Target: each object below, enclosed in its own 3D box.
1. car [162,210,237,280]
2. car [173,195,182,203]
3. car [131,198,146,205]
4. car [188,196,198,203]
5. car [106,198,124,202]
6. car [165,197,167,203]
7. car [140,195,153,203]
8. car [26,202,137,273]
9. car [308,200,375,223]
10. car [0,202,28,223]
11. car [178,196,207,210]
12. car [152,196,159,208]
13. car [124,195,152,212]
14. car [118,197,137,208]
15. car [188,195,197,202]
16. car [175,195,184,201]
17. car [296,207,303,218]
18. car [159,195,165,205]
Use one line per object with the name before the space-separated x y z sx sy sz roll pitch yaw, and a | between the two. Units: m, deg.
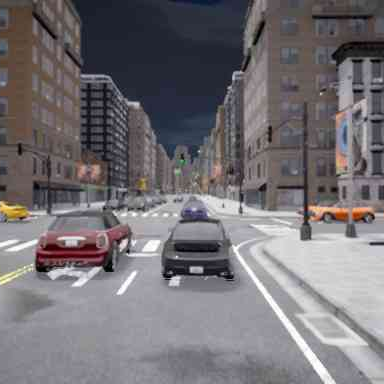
car | 0.273 1.523 10.047 1.837 1.490 4.892 0 0 4
car | -3.100 1.694 72.147 1.895 1.301 4.718 0 0 0
car | -9.625 1.695 60.433 1.895 1.301 4.718 0 0 0
car | 0.152 1.632 72.779 2.128 1.511 4.902 0 0 0
car | -9.760 1.633 41.565 1.994 1.385 4.181 0 0 0
car | -6.356 1.459 69.211 2.097 1.767 4.553 0 0 0
car | -9.603 1.460 70.748 2.097 1.767 4.553 0 0 0
car | -3.263 1.369 10.901 2.097 1.767 4.553 0 0 -2
car | 11.543 1.465 25.793 4.553 1.767 2.097 0 -1 0
car | -15.058 1.498 25.310 5.008 1.535 1.882 0 -2 9
car | 0.162 1.463 27.991 2.097 1.767 4.553 0 -1 0
car | -6.483 1.605 49.087 1.812 1.442 4.674 0 0 0
car | -6.512 1.420 40.510 2.097 1.767 4.553 0 0 0
car | -9.716 1.586 50.385 1.837 1.490 4.892 0 0 0
car | 0.173 1.636 82.881 2.128 1.511 4.902 0 0 0
car | -3.078 1.468 82.120 2.128 1.511 4.902 0 0 0
car | 11.517 1.512 29.042 4.553 1.767 2.097 0 -1 0
car | -6.377 1.656 59.093 1.994 1.385 4.181 0 0 0
